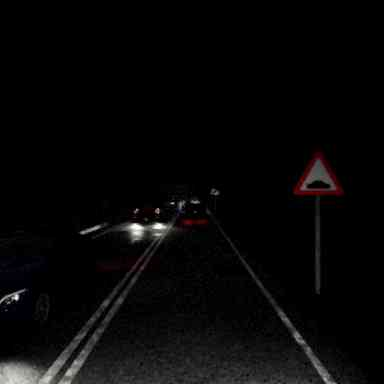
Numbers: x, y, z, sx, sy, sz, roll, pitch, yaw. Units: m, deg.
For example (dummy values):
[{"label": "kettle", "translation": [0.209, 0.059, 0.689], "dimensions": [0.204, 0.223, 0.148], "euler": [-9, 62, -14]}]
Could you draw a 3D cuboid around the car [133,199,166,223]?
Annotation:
[{"label": "car", "translation": [-3.173, 1.325, 25.493], "dimensions": [2.097, 1.767, 4.553], "euler": [0, 0, 1]}]

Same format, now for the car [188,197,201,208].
[{"label": "car", "translation": [0.358, 1.434, 46.738], "dimensions": [1.812, 1.442, 4.674], "euler": [0, 0, 0]}]

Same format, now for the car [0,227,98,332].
[{"label": "car", "translation": [-3.326, 1.521, 6.962], "dimensions": [1.812, 1.442, 4.674], "euler": [0, 0, 0]}]

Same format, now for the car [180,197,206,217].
[{"label": "car", "translation": [0.276, 1.458, 30.183], "dimensions": [2.128, 1.511, 4.902], "euler": [0, 0, 0]}]

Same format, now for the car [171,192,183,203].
[{"label": "car", "translation": [-2.955, 1.034, 66.299], "dimensions": [2.150, 2.045, 5.566], "euler": [0, 0, 0]}]
